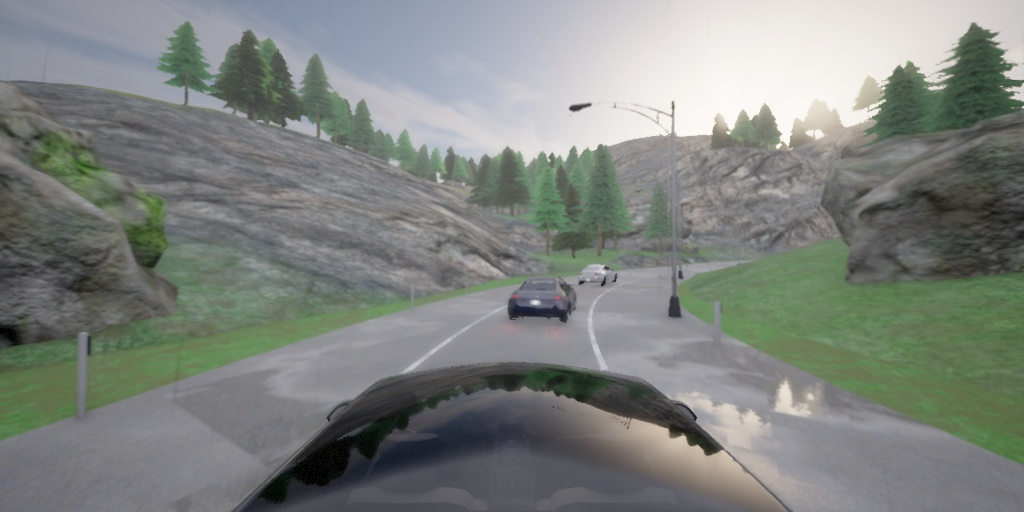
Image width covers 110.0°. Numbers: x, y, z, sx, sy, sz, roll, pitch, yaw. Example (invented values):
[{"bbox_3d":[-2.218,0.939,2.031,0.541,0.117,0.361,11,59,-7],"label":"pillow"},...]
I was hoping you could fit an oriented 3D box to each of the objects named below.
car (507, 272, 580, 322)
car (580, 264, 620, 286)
[{"bbox_3d":[1.202,1.399,12.902,1.994,1.385,4.181,0,0,14],"label":"car"},{"bbox_3d":[6.197,1.313,25.802,1.812,1.442,4.674,-1,1,30],"label":"car"}]
